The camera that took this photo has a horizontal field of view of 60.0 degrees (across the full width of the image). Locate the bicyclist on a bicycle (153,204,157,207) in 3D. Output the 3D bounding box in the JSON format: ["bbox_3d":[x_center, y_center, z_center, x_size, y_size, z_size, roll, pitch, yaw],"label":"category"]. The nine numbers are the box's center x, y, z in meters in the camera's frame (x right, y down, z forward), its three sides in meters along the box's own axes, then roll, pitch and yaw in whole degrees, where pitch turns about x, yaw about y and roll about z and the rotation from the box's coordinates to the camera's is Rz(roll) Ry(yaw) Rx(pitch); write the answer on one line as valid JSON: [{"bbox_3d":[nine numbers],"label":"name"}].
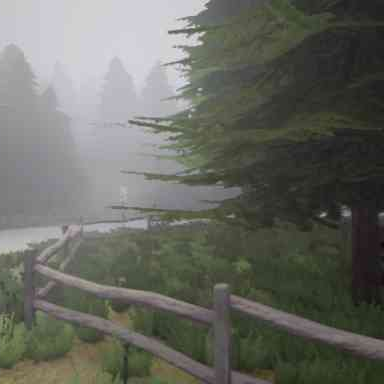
[{"bbox_3d":[-1.934,1.495,18.257,1.656,1.620,0.582,-1,0,43],"label":"bicyclist on a bicycle"}]
